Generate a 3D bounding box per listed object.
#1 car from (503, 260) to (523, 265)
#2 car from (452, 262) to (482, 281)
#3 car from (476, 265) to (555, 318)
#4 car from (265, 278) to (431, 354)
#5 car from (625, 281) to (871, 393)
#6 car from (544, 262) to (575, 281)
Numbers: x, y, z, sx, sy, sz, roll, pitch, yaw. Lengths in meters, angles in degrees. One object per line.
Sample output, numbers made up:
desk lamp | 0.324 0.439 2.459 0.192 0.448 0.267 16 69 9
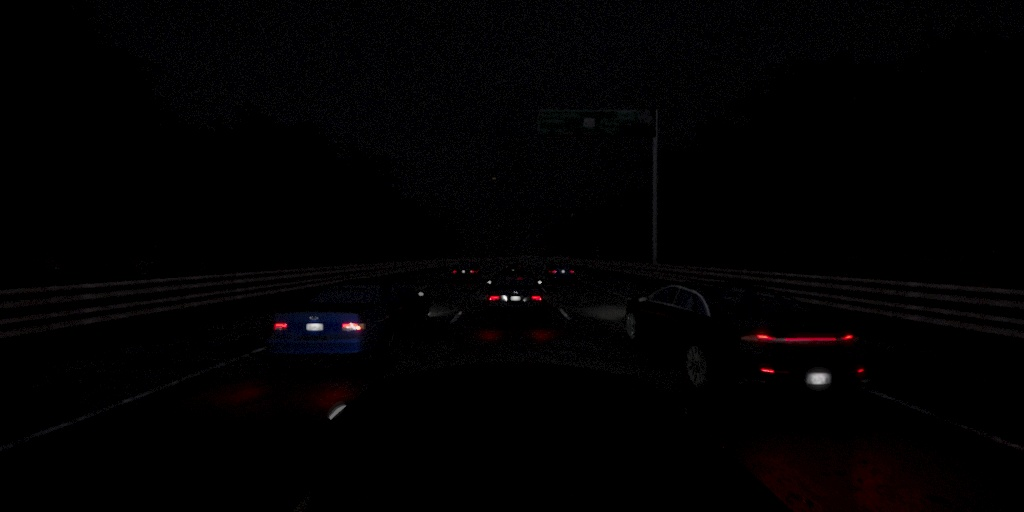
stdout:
car | 0.100 1.089 34.908 1.812 1.442 4.674 0 0 0
car | -3.401 1.141 27.631 2.033 1.411 5.357 0 0 0
car | 0.098 1.224 12.628 2.033 1.411 5.357 0 0 0
car | -3.399 1.250 8.664 2.033 1.411 5.357 0 0 0
car | 3.600 1.208 6.629 2.128 1.511 4.902 0 0 0
car | 3.598 1.141 27.687 2.033 1.411 5.357 0 0 0
